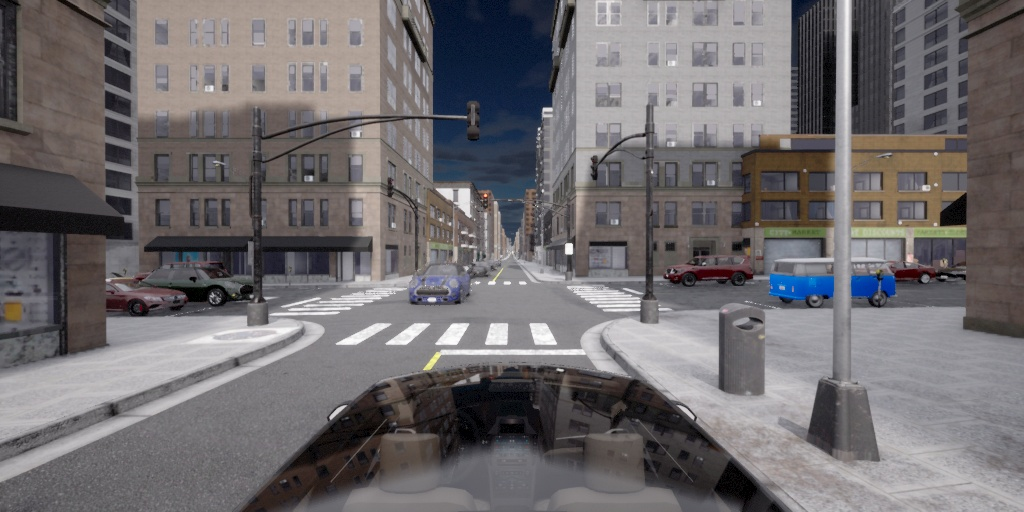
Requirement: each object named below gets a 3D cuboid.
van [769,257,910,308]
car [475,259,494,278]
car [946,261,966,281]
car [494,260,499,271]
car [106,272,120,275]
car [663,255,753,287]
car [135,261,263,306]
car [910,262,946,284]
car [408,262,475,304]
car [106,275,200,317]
[{"bbox_3d":[12.128,0.956,13.647,3.998,1.789,1.690,0,0,0],"label":"van"},{"bbox_3d":[-3.072,1.258,34.477,1.837,1.490,4.892,0,0,0],"label":"car"},{"bbox_3d":[28.939,0.915,22.201,4.313,1.339,1.948,0,0,0],"label":"car"},{"bbox_3d":[-3.056,1.274,47.971,1.837,1.490,4.892,0,-1,0],"label":"car"},{"bbox_3d":[-26.003,1.550,22.107,4.829,1.417,1.751,0,0,0],"label":"car"},{"bbox_3d":[12.112,0.871,22.172,5.009,1.841,2.192,0,0,0],"label":"car"},{"bbox_3d":[-13.998,1.268,16.243,4.553,1.767,2.097,-1,0,0],"label":"car"},{"bbox_3d":[23.330,0.963,22.191,4.507,1.381,1.888,0,0,0],"label":"car"},{"bbox_3d":[-3.087,1.099,16.116,2.097,1.767,4.553,0,0,0],"label":"car"},{"bbox_3d":[-14.809,1.527,13.601,4.207,1.307,1.802,0,0,0],"label":"car"}]
